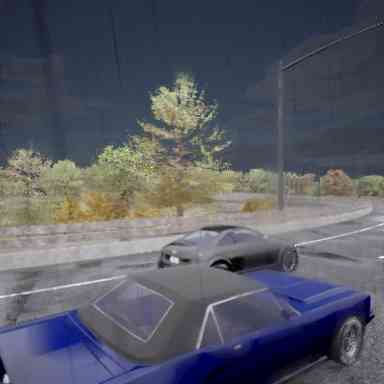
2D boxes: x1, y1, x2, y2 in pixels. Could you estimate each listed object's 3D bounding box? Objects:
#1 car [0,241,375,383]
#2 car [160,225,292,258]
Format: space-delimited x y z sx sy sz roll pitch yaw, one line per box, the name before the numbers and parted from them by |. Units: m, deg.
car | 0.310 1.623 4.126 4.718 1.301 1.895 0 0 -37
car | 1.139 1.610 9.297 4.181 1.385 1.994 0 0 -39
